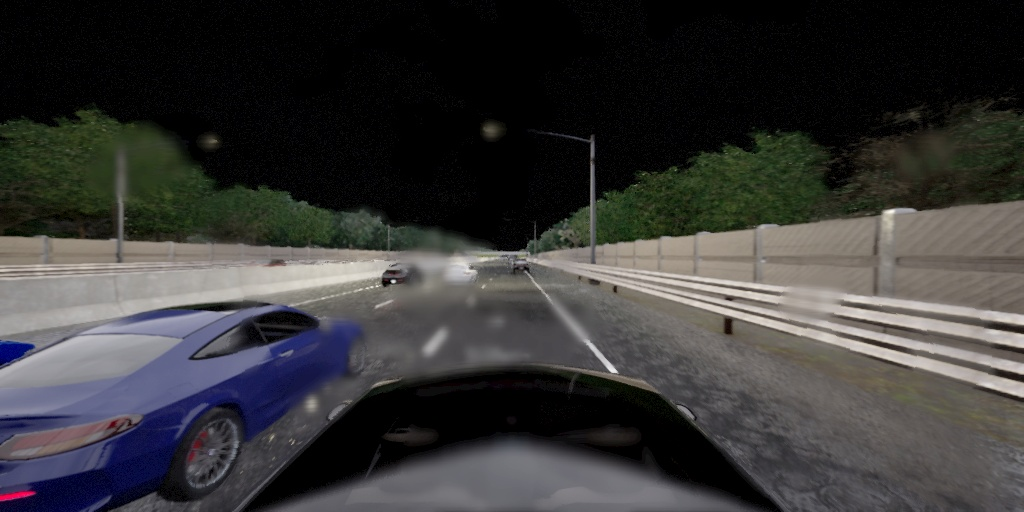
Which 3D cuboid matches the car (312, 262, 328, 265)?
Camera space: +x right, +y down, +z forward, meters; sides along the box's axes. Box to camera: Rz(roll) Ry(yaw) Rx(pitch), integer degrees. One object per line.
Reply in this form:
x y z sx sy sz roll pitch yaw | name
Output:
-21.076 1.317 38.944 1.895 1.301 4.718 0 0 0 | car

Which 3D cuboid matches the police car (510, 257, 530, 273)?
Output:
1.040 1.147 42.120 1.930 1.638 5.238 0 0 0 | police car

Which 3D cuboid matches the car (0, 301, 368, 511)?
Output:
-3.397 1.268 4.301 1.812 1.442 4.674 0 0 0 | car

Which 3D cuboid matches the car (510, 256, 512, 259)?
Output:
1.036 1.199 58.201 1.801 1.575 5.366 0 0 0 | car

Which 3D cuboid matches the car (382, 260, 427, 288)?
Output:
-6.905 1.215 23.298 1.837 1.490 4.892 0 0 0 | car

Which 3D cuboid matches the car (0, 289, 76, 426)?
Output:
-6.899 1.225 2.397 1.882 1.535 5.008 0 0 0 | car

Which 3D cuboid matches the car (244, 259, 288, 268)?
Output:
-24.576 1.066 35.924 2.097 1.767 4.553 0 0 0 | car

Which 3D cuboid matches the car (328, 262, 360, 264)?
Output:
-17.578 1.317 38.992 1.895 1.301 4.718 0 0 0 | car

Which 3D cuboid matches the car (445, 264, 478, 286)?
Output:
-3.402 1.235 24.568 1.812 1.442 4.674 0 0 0 | car

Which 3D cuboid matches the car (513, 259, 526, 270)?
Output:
1.038 1.213 52.011 1.882 1.535 5.008 0 0 0 | car
